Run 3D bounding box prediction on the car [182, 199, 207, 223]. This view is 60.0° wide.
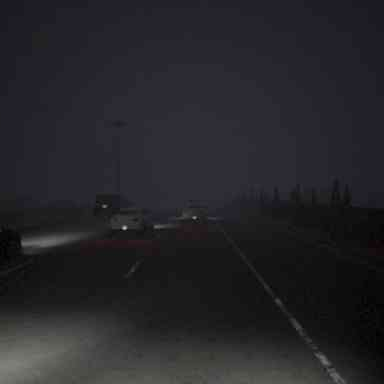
[{"bbox_3d":[0.187,1.551,25.430,1.812,1.442,4.674,0,0,0],"label":"car"}]

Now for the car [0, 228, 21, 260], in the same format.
[{"bbox_3d":[-6.861,1.497,9.639,2.128,1.511,4.902,0,0,0],"label":"car"}]

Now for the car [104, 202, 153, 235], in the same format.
[{"bbox_3d":[-3.335,1.543,18.806,1.812,1.442,4.674,0,0,0],"label":"car"}]

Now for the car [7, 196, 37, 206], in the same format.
[{"bbox_3d":[-20.856,1.216,41.080,1.837,1.490,4.892,0,-1,0],"label":"car"}]

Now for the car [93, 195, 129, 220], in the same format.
[{"bbox_3d":[-6.801,1.246,28.625,2.150,2.045,5.566,0,0,0],"label":"car"}]

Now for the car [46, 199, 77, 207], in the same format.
[{"bbox_3d":[-13.881,1.506,35.519,1.882,1.535,5.008,0,0,0],"label":"car"}]
